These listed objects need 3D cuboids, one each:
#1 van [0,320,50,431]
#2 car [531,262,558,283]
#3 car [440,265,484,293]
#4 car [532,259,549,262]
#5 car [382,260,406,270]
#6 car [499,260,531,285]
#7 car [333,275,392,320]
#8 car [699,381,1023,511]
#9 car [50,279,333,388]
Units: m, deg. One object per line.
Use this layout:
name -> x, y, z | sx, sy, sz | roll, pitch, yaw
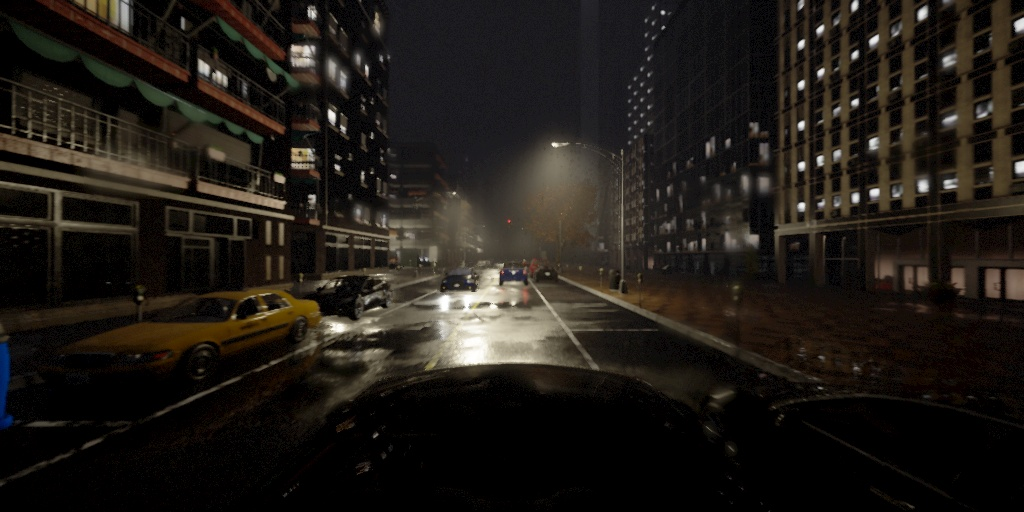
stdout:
van -> -5.689, 1.091, 1.738 | 1.690, 1.789, 3.998 | 0, 0, 0
car -> 2.708, 1.413, 29.347 | 1.948, 1.339, 4.313 | 0, 0, 0
car -> -2.988, 1.420, 21.425 | 1.994, 1.385, 4.181 | 0, 0, 0
car -> 2.712, 1.183, 34.870 | 2.192, 1.841, 5.009 | 0, 0, 0
car -> -16.407, 1.260, 47.854 | 4.403, 1.370, 2.007 | 0, 0, -1
car -> 0.114, 1.191, 27.036 | 2.097, 1.767, 4.553 | 0, 0, 0
car -> -5.683, 1.353, 12.784 | 1.948, 1.339, 4.313 | 0, 0, 0
car -> 2.692, 1.316, 1.733 | 1.948, 1.339, 4.313 | 0, 0, 0
car -> -5.686, 1.293, 7.091 | 1.751, 1.417, 4.829 | 0, 0, 0
